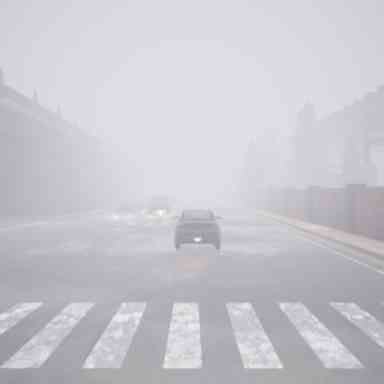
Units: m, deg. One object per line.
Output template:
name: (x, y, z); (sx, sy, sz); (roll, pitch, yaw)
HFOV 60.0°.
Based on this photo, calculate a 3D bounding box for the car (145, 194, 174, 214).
car: (-3.440, 1.227, 36.002); (2.150, 2.045, 5.566); (0, 0, -1)

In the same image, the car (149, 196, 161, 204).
car: (-7.305, 1.488, 65.674); (1.882, 1.535, 5.008); (0, 0, -1)

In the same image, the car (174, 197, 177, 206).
car: (-3.587, 1.499, 45.882); (2.128, 1.511, 4.902); (0, 0, -1)

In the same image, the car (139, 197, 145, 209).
car: (-7.081, 1.485, 45.450); (1.882, 1.535, 5.008); (0, 0, -1)

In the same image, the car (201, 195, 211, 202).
car: (3.075, 1.490, 73.915); (1.882, 1.535, 5.008); (0, 0, -1)

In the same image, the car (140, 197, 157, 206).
car: (-7.170, 1.556, 55.408); (2.033, 1.411, 5.357); (0, 0, 0)

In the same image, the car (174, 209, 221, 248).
car: (0.241, 1.508, 14.877); (1.837, 1.490, 4.892); (0, 0, 1)

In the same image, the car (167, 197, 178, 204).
car: (-3.795, 1.611, 65.020); (1.895, 1.301, 4.718); (0, 0, -1)

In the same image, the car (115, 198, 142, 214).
car: (-6.948, 1.607, 36.073); (1.895, 1.301, 4.718); (0, 0, -1)
